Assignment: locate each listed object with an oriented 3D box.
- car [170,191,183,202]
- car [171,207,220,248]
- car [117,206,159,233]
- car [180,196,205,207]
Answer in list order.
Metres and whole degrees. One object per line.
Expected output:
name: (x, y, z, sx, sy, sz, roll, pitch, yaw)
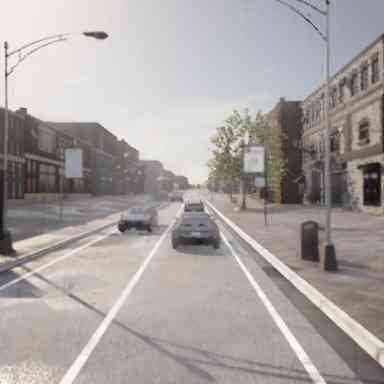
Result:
car: (-2.777, 0.865, 62.308, 2.150, 2.045, 5.566, 0, 1, 1)
car: (0.155, 1.566, 14.738, 1.994, 1.385, 4.181, 0, 0, 0)
car: (-3.025, 1.537, 19.877, 2.033, 1.411, 5.357, 0, 0, 0)
car: (0.222, 1.420, 31.871, 2.128, 1.511, 4.902, 0, 0, 0)
